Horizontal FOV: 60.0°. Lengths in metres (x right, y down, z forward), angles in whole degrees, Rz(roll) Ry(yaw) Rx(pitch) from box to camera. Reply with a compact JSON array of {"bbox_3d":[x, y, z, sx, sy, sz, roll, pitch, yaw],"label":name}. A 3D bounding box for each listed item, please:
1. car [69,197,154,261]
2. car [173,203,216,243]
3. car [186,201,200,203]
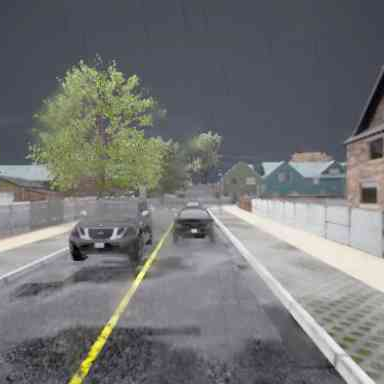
[{"bbox_3d":[-2.754,1.238,12.666,2.150,2.045,5.566,0,0,0],"label":"car"},{"bbox_3d":[0.095,1.500,16.323,1.882,1.535,5.008,0,-1,0],"label":"car"},{"bbox_3d":[0.091,1.574,31.843,1.812,1.442,4.674,0,0,0],"label":"car"}]
